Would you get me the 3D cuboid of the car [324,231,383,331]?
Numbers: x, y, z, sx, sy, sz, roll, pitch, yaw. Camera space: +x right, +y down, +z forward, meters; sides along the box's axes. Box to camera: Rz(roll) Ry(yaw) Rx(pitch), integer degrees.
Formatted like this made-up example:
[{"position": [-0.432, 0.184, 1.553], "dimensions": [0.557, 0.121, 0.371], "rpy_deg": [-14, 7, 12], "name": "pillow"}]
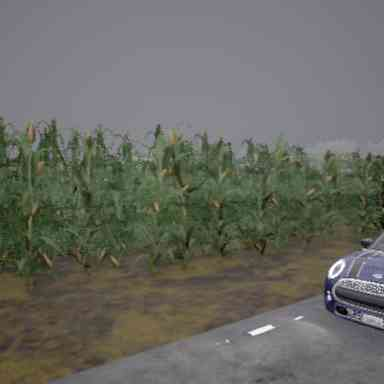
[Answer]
[{"position": [4.562, 1.354, 6.392], "dimensions": [4.553, 1.767, 2.097], "rpy_deg": [0, 0, -36], "name": "car"}]
